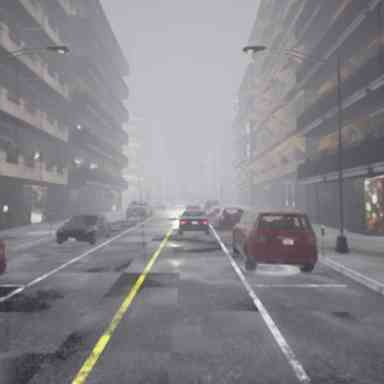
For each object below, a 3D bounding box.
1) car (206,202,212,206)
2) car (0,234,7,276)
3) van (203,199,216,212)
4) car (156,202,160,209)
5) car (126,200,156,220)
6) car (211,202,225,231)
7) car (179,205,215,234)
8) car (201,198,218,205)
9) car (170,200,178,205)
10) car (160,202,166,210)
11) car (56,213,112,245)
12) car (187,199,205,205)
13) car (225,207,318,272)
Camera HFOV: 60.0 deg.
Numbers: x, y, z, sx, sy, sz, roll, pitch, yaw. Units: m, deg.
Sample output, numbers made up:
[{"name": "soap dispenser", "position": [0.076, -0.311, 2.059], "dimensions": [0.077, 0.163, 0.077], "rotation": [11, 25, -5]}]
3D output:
[{"name": "car", "position": [2.581, 1.987, 33.362], "dimensions": [1.802, 1.307, 4.206], "rotation": [1, -1, 0]}, {"name": "car", "position": [-5.286, 1.382, 5.777], "dimensions": [2.192, 1.841, 5.009], "rotation": [1, -1, 0]}, {"name": "van", "position": [2.601, 1.974, 49.958], "dimensions": [1.690, 1.788, 3.998], "rotation": [1, -1, 0]}, {"name": "car", "position": [-5.260, 2.025, 38.956], "dimensions": [1.887, 1.381, 4.507], "rotation": [1, -1, 0]}, {"name": "car", "position": [-5.260, 1.721, 33.428], "dimensions": [2.192, 1.841, 5.009], "rotation": [1, -1, 0]}, {"name": "car", "position": [2.573, 1.704, 22.302], "dimensions": [1.967, 1.590, 4.097], "rotation": [1, -1, 0]}, {"name": "car", "position": [0.123, 1.794, 20.915], "dimensions": [2.033, 1.411, 5.357], "rotation": [0, -1, 0]}, {"name": "car", "position": [2.597, 1.870, 44.427], "dimensions": [2.192, 1.841, 5.009], "rotation": [1, -1, 0]}, {"name": "car", "position": [-5.207, 2.829, 93.624], "dimensions": [1.947, 1.339, 4.313], "rotation": [1, -1, 0]}, {"name": "car", "position": [-5.245, 2.295, 55.547], "dimensions": [1.802, 1.307, 4.206], "rotation": [1, -1, 0]}, {"name": "car", "position": [-5.281, 1.763, 16.836], "dimensions": [1.947, 1.339, 4.313], "rotation": [1, -1, 0]}, {"name": "car", "position": [0.140, 1.976, 39.314], "dimensions": [2.128, 1.511, 4.902], "rotation": [0, -1, 0]}, {"name": "car", "position": [2.565, 1.445, 11.240], "dimensions": [2.192, 1.841, 5.009], "rotation": [1, -1, 0]}]
